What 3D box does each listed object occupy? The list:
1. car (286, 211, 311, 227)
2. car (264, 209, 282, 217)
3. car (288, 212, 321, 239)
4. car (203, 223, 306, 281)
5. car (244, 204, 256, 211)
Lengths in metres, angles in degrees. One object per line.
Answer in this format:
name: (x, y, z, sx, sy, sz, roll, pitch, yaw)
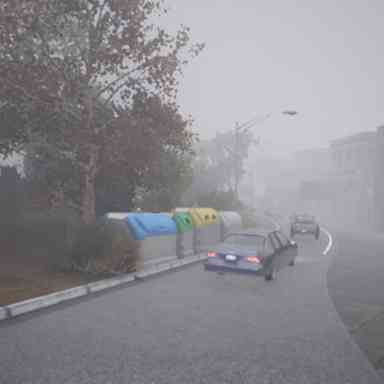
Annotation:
car: (11.905, 2.956, 37.469, 2.128, 1.511, 4.902, 0, -2, 11)
car: (12.866, 3.340, 53.287, 1.895, 1.301, 4.718, 0, 0, -1)
car: (8.183, 2.446, 23.951, 2.128, 1.511, 4.902, 1, -2, 21)
car: (2.243, 1.950, 11.289, 2.033, 1.411, 5.357, 0, -2, 28)
car: (11.435, 3.151, 67.259, 1.994, 1.385, 4.181, 0, 1, -7)
